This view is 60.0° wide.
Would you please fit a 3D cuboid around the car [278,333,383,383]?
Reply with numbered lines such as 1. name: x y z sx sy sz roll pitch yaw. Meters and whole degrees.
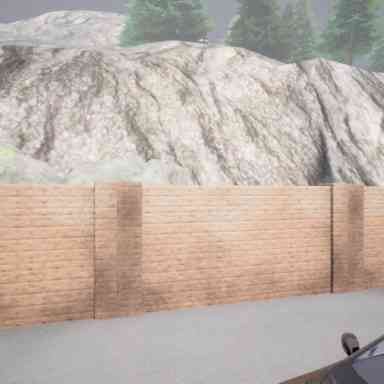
1. car: 2.193 1.492 1.896 4.902 1.511 2.128 0 0 -18
